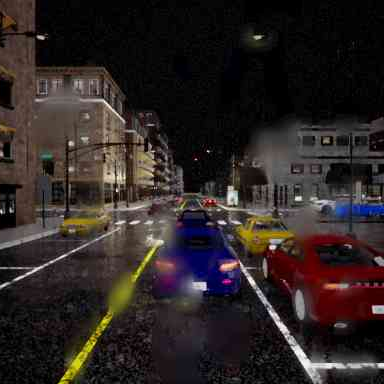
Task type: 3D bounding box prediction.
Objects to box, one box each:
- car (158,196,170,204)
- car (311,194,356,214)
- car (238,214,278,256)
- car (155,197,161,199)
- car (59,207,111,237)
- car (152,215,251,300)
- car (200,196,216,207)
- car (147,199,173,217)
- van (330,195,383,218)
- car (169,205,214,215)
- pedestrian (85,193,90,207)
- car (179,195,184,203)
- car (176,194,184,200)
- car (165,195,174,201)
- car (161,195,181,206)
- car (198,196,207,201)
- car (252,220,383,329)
[{"bbox_3d":[-5.708,1.595,67.923,2.008,1.369,4.403,0,0,0],"label":"car"},{"bbox_3d":[15.478,1.256,34.937,5.566,2.045,2.150,0,0,0],"label":"car"},{"bbox_3d":[2.683,1.526,12.848,1.752,1.417,4.829,0,0,0],"label":"car"},{"bbox_3d":[-5.706,1.580,56.529,2.008,1.369,4.403,0,0,0],"label":"car"},{"bbox_3d":[-5.699,1.527,18.207,1.752,1.417,4.829,0,0,0],"label":"car"},{"bbox_3d":[0.102,1.525,8.263,1.812,1.442,4.674,0,0,0],"label":"car"},{"bbox_3d":[2.674,1.462,50.846,1.967,1.590,4.097,0,0,0],"label":"car"},{"bbox_3d":[-3.102,1.616,31.706,1.895,1.301,4.718,0,0,0],"label":"car"},{"bbox_3d":[14.653,1.413,29.143,3.998,1.788,1.690,0,0,0],"label":"van"},{"bbox_3d":[0.097,1.565,16.956,1.994,1.385,4.181,0,0,0],"label":"car"},{"bbox_3d":[-12.638,1.080,40.256,0.375,1.860,0.375,0,0,0],"label":"pedestrian"},{"bbox_3d":[-3.020,1.396,68.818,2.097,1.767,4.553,0,0,0],"label":"car"},{"bbox_3d":[-3.016,1.237,83.994,1.994,1.385,4.181,0,0,0],"label":"car"},{"bbox_3d":[-5.712,1.596,84.843,1.752,1.417,4.829,0,0,0],"label":"car"},{"bbox_3d":[-3.106,1.583,49.469,1.994,1.385,4.181,0,0,0],"label":"car"},{"bbox_3d":[2.669,1.622,85.027,2.008,1.369,4.403,-1,0,0],"label":"car"},{"bbox_3d":[2.684,1.544,6.980,1.887,1.381,4.507,0,0,0],"label":"car"}]
